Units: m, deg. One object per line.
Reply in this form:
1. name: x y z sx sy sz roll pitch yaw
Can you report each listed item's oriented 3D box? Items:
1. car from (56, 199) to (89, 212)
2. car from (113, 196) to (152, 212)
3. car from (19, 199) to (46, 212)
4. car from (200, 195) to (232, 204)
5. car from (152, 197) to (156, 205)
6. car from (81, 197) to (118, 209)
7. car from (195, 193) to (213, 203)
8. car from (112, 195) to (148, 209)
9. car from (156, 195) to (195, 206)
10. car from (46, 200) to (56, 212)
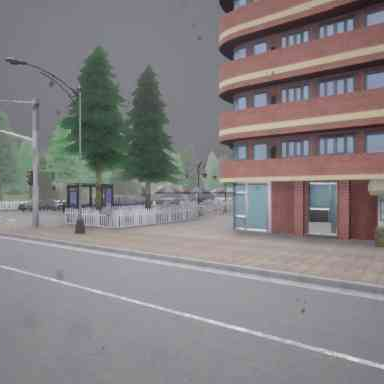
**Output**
1. car: -11.118 1.436 34.702 2.128 1.511 4.902 0 0 35
2. car: -6.787 1.296 34.770 2.097 1.767 4.553 0 0 35
3. car: -17.492 1.508 38.101 1.994 1.385 4.181 0 0 36
4. car: 4.142 1.545 52.869 4.718 1.301 1.895 0 0 -38
5. car: -6.322 1.470 52.743 1.812 1.442 4.674 0 0 42
6. car: -12.467 1.470 45.076 1.812 1.442 4.674 0 0 37
7. car: 1.543 1.166 59.692 5.566 2.045 2.150 0 0 -34
8. car: -8.243 1.297 44.844 2.097 1.767 4.553 0 0 38
9. car: -2.565 1.492 51.949 5.357 1.411 2.033 0 0 -45
10. car: -13.574 1.470 37.588 1.812 1.442 4.674 0 0 36
